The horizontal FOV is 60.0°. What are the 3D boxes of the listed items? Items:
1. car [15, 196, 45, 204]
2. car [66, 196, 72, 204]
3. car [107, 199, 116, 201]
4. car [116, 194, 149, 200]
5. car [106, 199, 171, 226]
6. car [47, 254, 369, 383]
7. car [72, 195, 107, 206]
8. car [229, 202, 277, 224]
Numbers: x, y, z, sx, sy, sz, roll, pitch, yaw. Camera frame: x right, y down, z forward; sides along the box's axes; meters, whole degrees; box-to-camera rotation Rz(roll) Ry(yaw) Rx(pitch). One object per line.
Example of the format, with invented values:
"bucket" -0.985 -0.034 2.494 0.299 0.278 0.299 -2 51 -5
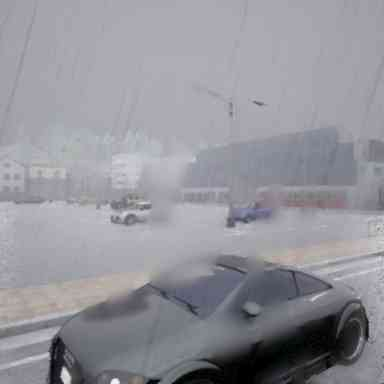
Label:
"car" -27.315 1.363 56.117 4.514 1.523 2.007 0 0 -35
"car" -19.439 1.337 57.155 3.806 1.475 1.970 0 0 -35
"car" -8.163 1.181 41.597 3.866 1.878 1.905 0 0 -35
"car" -6.160 1.204 39.452 4.605 1.855 1.932 0 0 -35
"car" -3.413 1.445 22.333 3.806 1.475 1.970 0 0 -35
"car" 0.433 1.581 4.299 4.181 1.385 1.994 1 0 -36
"car" -15.496 1.260 52.082 5.027 1.636 2.152 0 0 -35
"car" 4.376 1.476 24.143 3.633 1.501 1.845 0 0 -35
